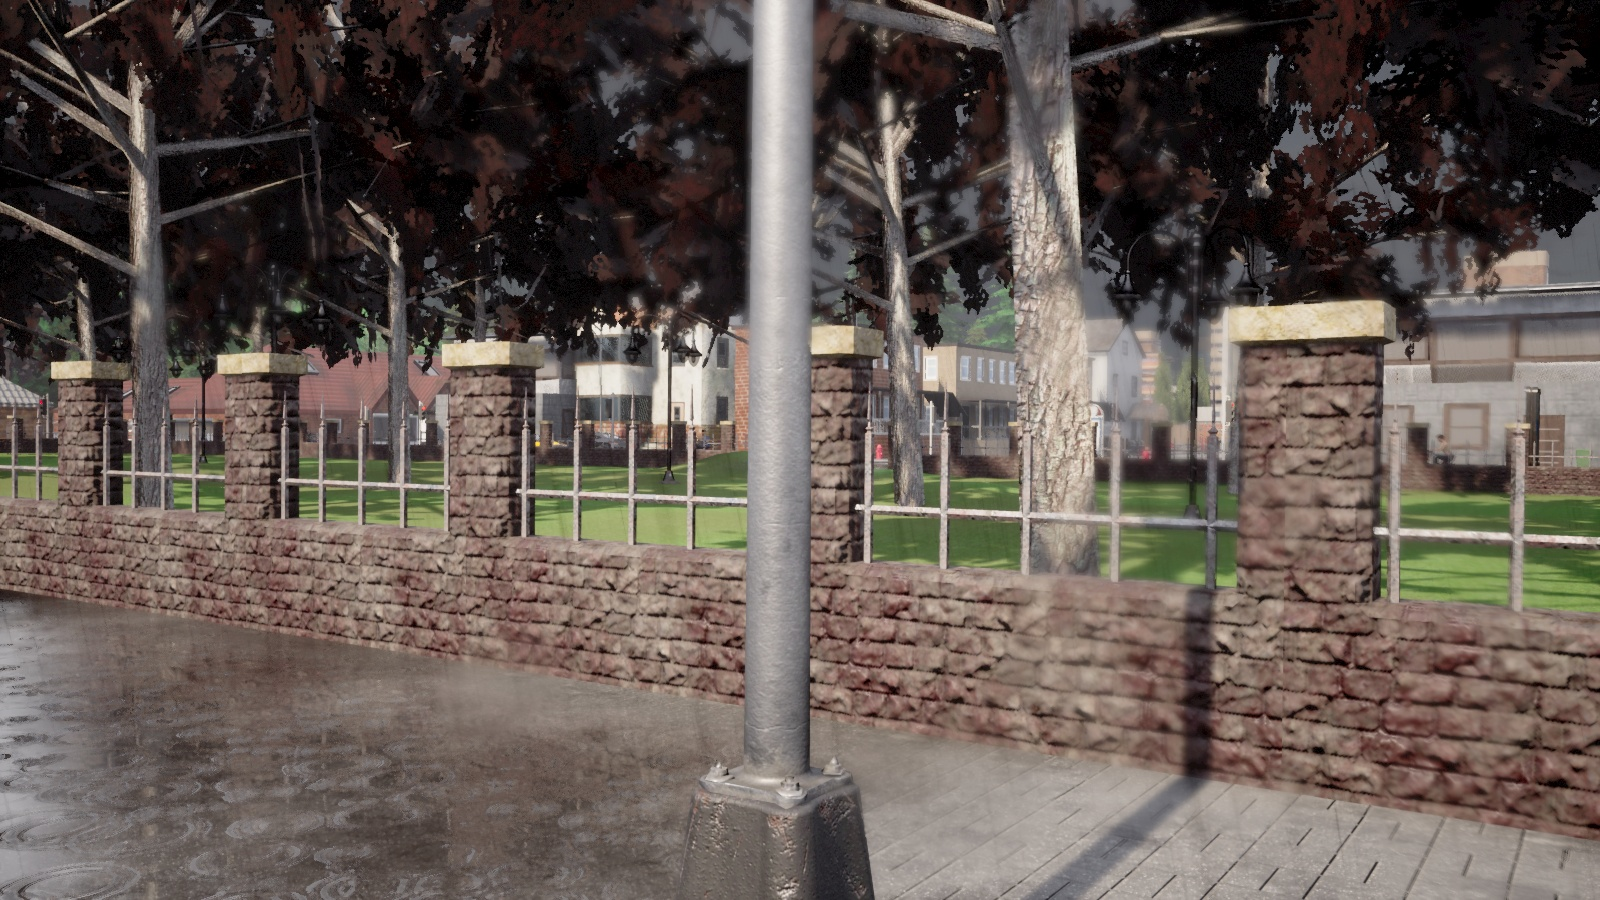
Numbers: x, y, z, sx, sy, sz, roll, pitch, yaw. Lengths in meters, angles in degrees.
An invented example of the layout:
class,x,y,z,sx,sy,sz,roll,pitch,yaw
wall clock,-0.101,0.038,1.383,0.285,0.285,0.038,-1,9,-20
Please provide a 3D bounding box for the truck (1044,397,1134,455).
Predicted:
class,x,y,z,sx,sy,sz,roll,pitch,yaw
truck,18.271,-1.495,79.054,2.891,3.462,7.936,0,1,34

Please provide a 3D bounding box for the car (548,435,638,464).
class,x,y,z,sx,sy,sz,roll,pitch,yaw
car,-10.889,-0.044,65.889,4.674,1.442,1.812,0,1,34
